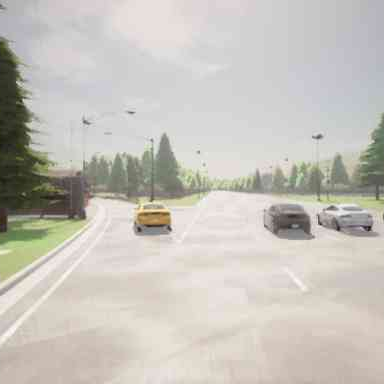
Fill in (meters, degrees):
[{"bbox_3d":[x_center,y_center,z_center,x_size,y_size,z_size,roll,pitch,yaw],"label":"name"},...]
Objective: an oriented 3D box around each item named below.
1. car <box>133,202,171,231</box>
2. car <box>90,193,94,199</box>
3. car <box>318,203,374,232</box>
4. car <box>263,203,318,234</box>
[{"bbox_3d":[-2.426,1.352,19.892,1.882,1.535,5.008,0,0,-12],"label":"car"},{"bbox_3d":[-25.993,1.005,83.533,1.837,1.490,4.892,0,0,-30],"label":"car"},{"bbox_3d":[8.633,1.379,19.059,1.812,1.442,4.674,0,0,4],"label":"car"},{"bbox_3d":[5.090,1.372,18.289,1.837,1.490,4.892,0,0,4],"label":"car"}]
